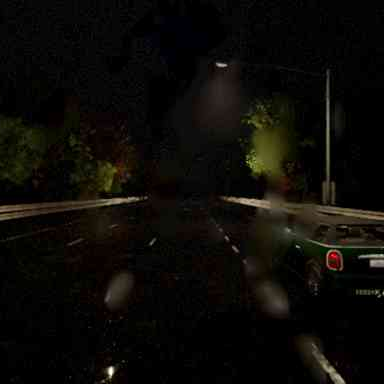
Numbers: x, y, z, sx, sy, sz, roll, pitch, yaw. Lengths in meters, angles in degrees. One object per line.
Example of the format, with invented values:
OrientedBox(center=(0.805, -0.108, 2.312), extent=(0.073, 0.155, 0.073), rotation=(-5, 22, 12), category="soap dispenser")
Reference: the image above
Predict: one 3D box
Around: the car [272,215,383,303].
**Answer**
OrientedBox(center=(3.486, 1.358, 8.378), extent=(2.097, 1.767, 4.553), rotation=(0, 0, 0), category="car")
